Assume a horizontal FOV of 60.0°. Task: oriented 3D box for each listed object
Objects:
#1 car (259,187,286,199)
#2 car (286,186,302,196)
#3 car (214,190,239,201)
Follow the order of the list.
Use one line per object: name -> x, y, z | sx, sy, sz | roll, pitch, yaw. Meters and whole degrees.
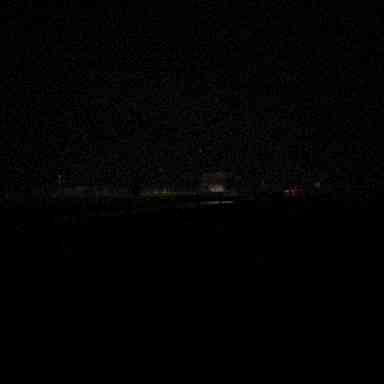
car -> 12.024, 0.047, 50.490 | 2.097, 1.767, 4.553 | -1, 1, 38
car -> 17.757, -0.198, 58.684 | 2.097, 1.767, 4.553 | -1, 1, 35
car -> 4.827, 0.462, 45.296 | 1.812, 1.442, 4.674 | -1, 1, 35
